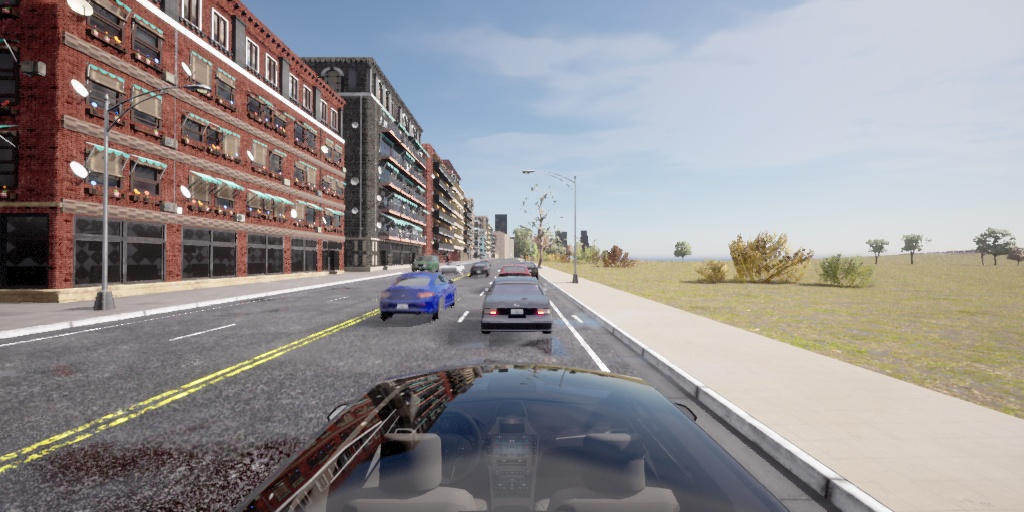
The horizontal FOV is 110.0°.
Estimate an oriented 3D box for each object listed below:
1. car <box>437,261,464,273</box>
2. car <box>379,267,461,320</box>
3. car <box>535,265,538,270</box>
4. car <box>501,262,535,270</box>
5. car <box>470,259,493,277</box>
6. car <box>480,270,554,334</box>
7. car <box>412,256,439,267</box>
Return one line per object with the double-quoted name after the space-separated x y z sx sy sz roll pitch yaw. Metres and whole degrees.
-6.503 1.354 39.270 1.895 1.301 4.718 0 0 0 "car"
-3.125 1.277 12.551 1.812 1.442 4.674 0 0 0 "car"
1.212 1.232 30.554 1.882 1.535 5.008 0 0 0 "car"
0.152 1.231 21.117 1.882 1.535 5.008 0 0 0 "car"
-3.061 1.279 35.562 1.812 1.442 4.674 0 0 0 "car"
0.122 1.299 10.577 2.033 1.411 5.357 0 0 0 "car"
-9.748 0.975 40.926 2.150 2.045 5.566 0 0 0 "car"
